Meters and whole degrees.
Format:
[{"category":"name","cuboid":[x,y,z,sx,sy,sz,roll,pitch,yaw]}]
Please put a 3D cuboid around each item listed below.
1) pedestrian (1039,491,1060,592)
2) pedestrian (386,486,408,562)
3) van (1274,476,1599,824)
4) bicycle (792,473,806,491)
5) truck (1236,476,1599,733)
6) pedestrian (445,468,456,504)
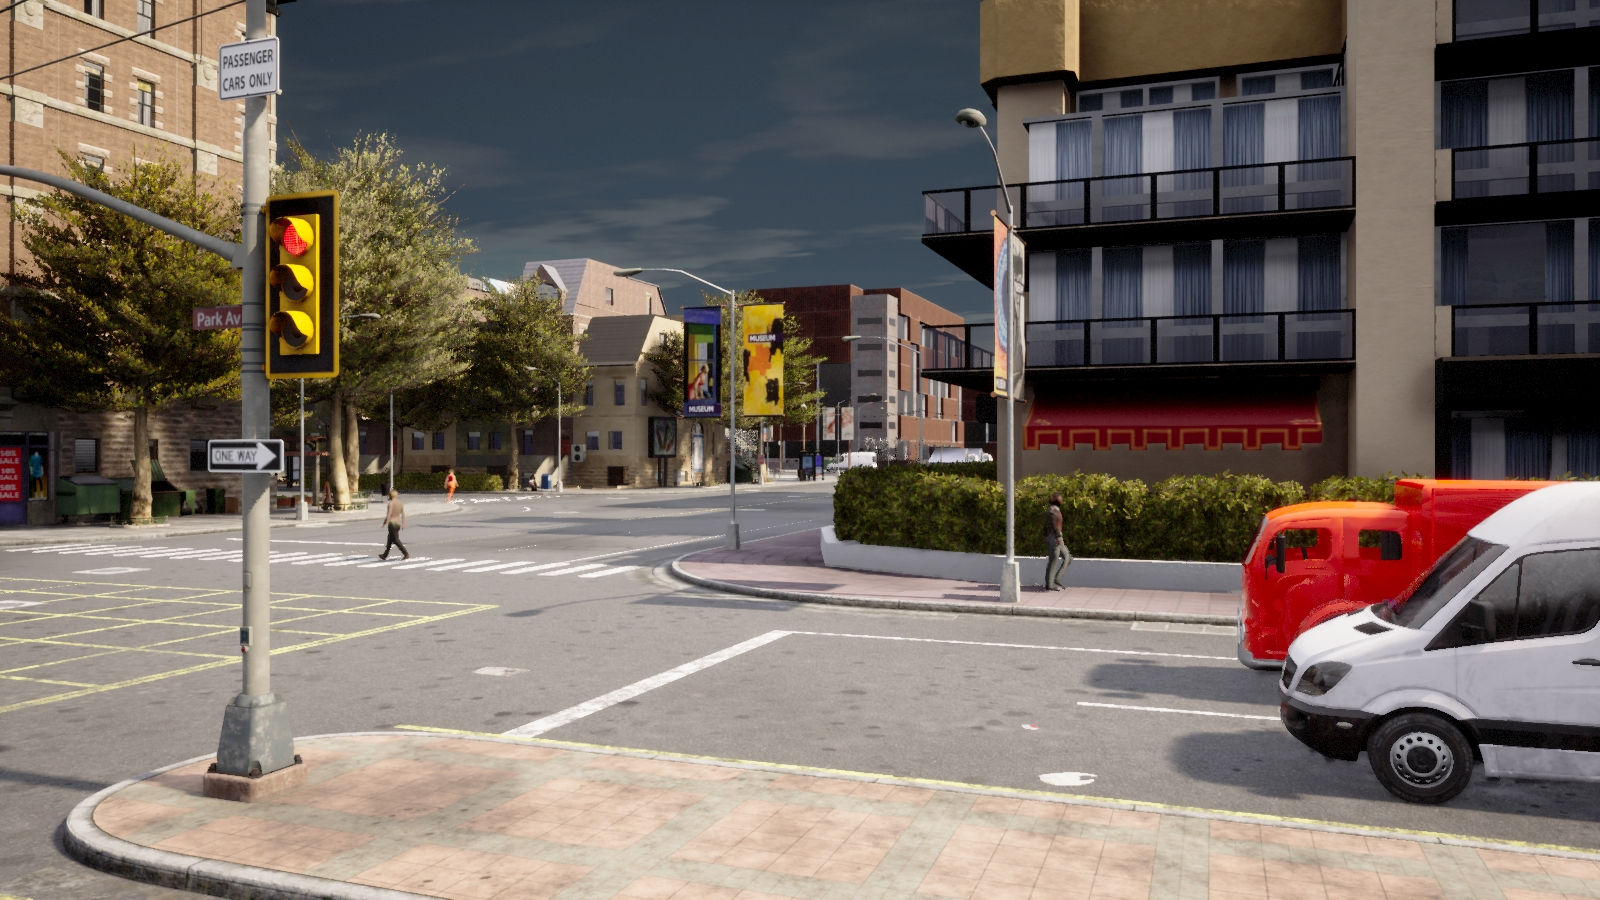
[{"category":"pedestrian","cuboid":[4.665,1.696,21.343,0.375,1.860,0.375,0,0,15]},{"category":"pedestrian","cuboid":[-10.077,1.849,28.569,0.375,1.860,0.375,0,0,24]},{"category":"van","cuboid":[7.076,1.534,9.260,5.915,2.561,1.988,0,0,21]},{"category":"bicycle","cuboid":[-0.058,2.206,78.796,0.373,1.196,1.643,0,0,20]},{"category":"truck","cuboid":[7.678,1.568,12.781,5.204,2.467,2.627,0,0,20]},{"category":"pedestrian","cuboid":[-18.122,1.849,59.229,0.375,1.860,0.375,0,0,17]}]
